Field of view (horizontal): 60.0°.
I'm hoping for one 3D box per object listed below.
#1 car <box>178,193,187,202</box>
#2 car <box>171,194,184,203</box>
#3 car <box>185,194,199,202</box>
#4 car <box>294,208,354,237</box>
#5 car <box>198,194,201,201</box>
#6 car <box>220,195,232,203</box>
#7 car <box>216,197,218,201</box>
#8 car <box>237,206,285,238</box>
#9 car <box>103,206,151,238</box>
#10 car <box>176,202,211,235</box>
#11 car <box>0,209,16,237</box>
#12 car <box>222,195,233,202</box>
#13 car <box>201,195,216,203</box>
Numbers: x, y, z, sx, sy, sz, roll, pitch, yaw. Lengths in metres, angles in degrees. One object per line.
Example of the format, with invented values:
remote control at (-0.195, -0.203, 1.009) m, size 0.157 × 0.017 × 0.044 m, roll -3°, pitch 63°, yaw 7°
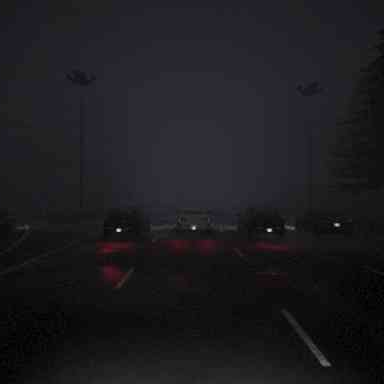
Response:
car at (-2.127, 1.277, 81.148) m, size 2.150 × 2.045 × 5.566 m, roll 0°, pitch 0°, yaw 17°
car at (-3.467, 1.602, 71.452) m, size 1.994 × 1.385 × 4.181 m, roll 0°, pitch 0°, yaw 2°
car at (0.027, 1.642, 70.976) m, size 1.895 × 1.301 × 4.718 m, roll 0°, pitch 0°, yaw 2°
car at (7.099, 1.577, 18.290) m, size 1.994 × 1.385 × 4.181 m, roll 0°, pitch 0°, yaw 0°
car at (1.443, 1.265, 81.043) m, size 2.097 × 1.767 × 4.553 m, roll 0°, pitch 0°, yaw 17°
car at (7.015, 1.573, 70.372) m, size 1.812 × 1.442 × 4.674 m, roll 0°, pitch 0°, yaw 2°
car at (4.864, 1.508, 80.282) m, size 1.895 × 1.301 × 4.718 m, roll 0°, pitch 0°, yaw 17°
car at (3.600, 1.518, 17.867) m, size 1.837 × 1.490 × 4.892 m, roll 0°, pitch 0°, yaw 0°
car at (-3.400, 1.518, 17.857) m, size 1.837 × 1.490 × 4.892 m, roll 0°, pitch 0°, yaw 0°
car at (0.086, 1.539, 18.817) m, size 1.812 × 1.442 × 4.674 m, roll 0°, pitch 0°, yaw 0°
car at (-10.676, 1.576, 17.762) m, size 1.994 × 1.385 × 4.181 m, roll 0°, pitch 0°, yaw -23°
car at (8.481, 1.534, 80.233) m, size 1.812 × 1.442 × 4.674 m, roll 0°, pitch 0°, yaw 17°
car at (3.514, 1.403, 70.314) m, size 2.097 × 1.767 × 4.553 m, roll 0°, pitch 0°, yaw 2°
